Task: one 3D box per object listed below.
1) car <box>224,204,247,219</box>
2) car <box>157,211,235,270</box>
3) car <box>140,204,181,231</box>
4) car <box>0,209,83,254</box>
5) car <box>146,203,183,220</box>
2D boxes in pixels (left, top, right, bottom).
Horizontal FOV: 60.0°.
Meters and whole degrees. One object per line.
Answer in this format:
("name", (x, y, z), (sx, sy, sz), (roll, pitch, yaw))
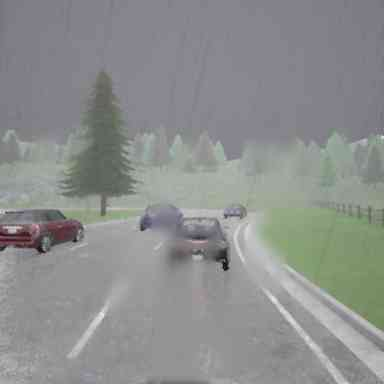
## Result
("car", (4.427, 1.942, 33.643), (2.033, 1.411, 5.357), (0, -1, 16))
("car", (0.281, 1.628, 11.590), (2.128, 1.511, 4.902), (0, 0, 3))
("car", (-1.914, 1.607, 22.511), (2.097, 1.767, 4.553), (0, -1, 10))
("car", (-6.494, 1.504, 14.501), (2.097, 1.767, 4.553), (0, -1, 5))
("car", (-2.698, 1.932, 34.078), (2.033, 1.411, 5.357), (0, -1, 16))
